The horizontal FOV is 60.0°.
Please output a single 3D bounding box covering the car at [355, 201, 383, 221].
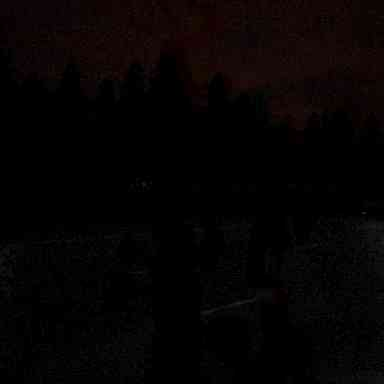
[{"bbox_3d":[15.628,1.489,27.808,5.008,1.535,1.882,0,0,-36],"label":"car"}]
